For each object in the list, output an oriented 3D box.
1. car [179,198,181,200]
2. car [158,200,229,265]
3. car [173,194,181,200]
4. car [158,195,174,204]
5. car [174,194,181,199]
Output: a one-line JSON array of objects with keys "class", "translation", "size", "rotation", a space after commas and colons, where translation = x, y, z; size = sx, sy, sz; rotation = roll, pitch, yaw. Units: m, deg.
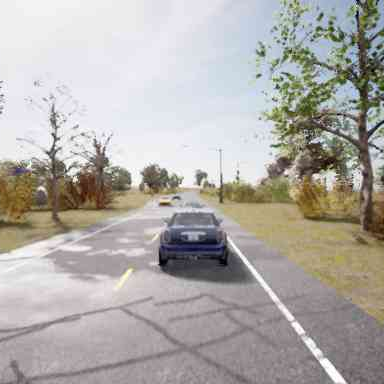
[{"class": "car", "translation": [-0.005, 1.469, 27.117], "size": [1.837, 1.490, 4.892], "rotation": [0, 1, 0]}, {"class": "car", "translation": [0.052, 1.335, 11.722], "size": [2.097, 1.767, 4.553], "rotation": [0, 0, 0]}, {"class": "car", "translation": [-3.895, 1.214, 87.111], "size": [1.812, 1.442, 4.674], "rotation": [0, 0, 0]}, {"class": "car", "translation": [-3.986, 1.389, 49.992], "size": [1.882, 1.535, 5.008], "rotation": [0, 0, -3]}, {"class": "car", "translation": [-3.740, 1.232, 79.878], "size": [1.895, 1.301, 4.718], "rotation": [0, 0, -2]}]
